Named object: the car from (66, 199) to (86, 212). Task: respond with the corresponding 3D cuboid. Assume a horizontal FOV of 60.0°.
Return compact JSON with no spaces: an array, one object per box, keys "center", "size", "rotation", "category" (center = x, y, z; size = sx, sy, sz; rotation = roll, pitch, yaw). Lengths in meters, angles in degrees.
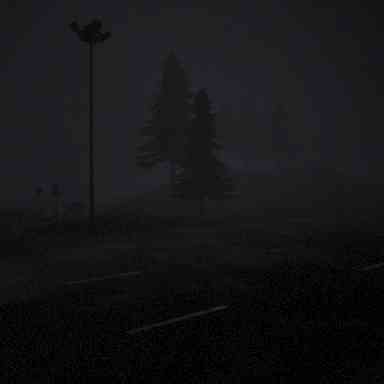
[{"center":[-13.411,1.484,38.524],"size":[1.812,1.442,4.674],"rotation":[1,0,-25],"category":"car"}]
